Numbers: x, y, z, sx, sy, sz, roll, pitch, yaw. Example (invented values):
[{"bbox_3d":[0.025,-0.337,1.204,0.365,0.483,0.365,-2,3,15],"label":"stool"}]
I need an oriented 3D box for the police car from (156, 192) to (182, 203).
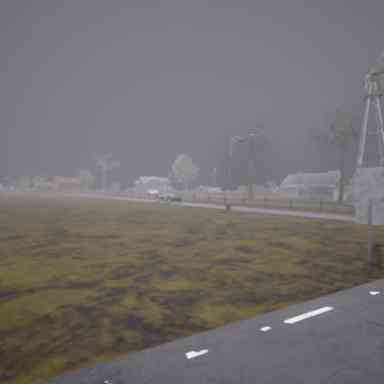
[{"bbox_3d":[-3.344,0.748,48.451,1.930,1.638,5.238,2,0,-35],"label":"police car"}]
